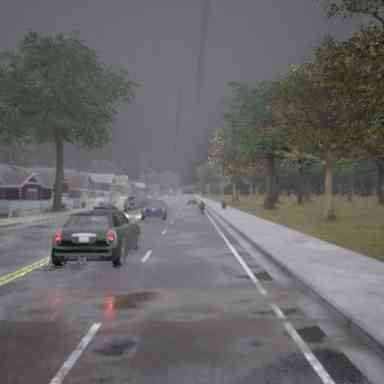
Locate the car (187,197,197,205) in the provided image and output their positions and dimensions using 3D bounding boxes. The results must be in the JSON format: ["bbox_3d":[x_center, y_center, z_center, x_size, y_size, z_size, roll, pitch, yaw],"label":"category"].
[{"bbox_3d":[0.077,1.805,65.500,1.812,1.442,4.674,0,0,1],"label":"car"}]

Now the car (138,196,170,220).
[{"bbox_3d":[-3.128,1.472,29.358,2.097,1.767,4.553,0,0,0],"label":"car"}]

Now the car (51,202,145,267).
[{"bbox_3d":[-3.140,1.401,11.787,2.097,1.767,4.553,0,0,0],"label":"car"}]

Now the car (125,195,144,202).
[{"bbox_3d":[-6.567,1.382,39.110,2.150,2.045,5.566,0,0,0],"label":"car"}]

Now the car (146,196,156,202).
[{"bbox_3d":[-9.699,1.635,78.295,1.812,1.442,4.674,0,0,0],"label":"car"}]

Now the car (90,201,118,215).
[{"bbox_3d":[-9.818,1.755,37.574,1.895,1.301,4.718,0,0,0],"label":"car"}]

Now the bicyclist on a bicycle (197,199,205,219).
[{"bbox_3d":[0.915,1.572,29.057,0.582,1.620,1.656,0,-1,0],"label":"bicyclist on a bicycle"}]

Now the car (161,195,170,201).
[{"bbox_3d":[-6.448,1.486,80.112,1.812,1.442,4.674,0,0,0],"label":"car"}]

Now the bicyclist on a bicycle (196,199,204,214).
[{"bbox_3d":[0.920,1.589,37.601,0.866,1.612,1.509,0,1,0],"label":"bicyclist on a bicycle"}]

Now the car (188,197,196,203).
[{"bbox_3d":[0.050,1.832,76.985,1.837,1.490,4.892,0,0,0],"label":"car"}]
